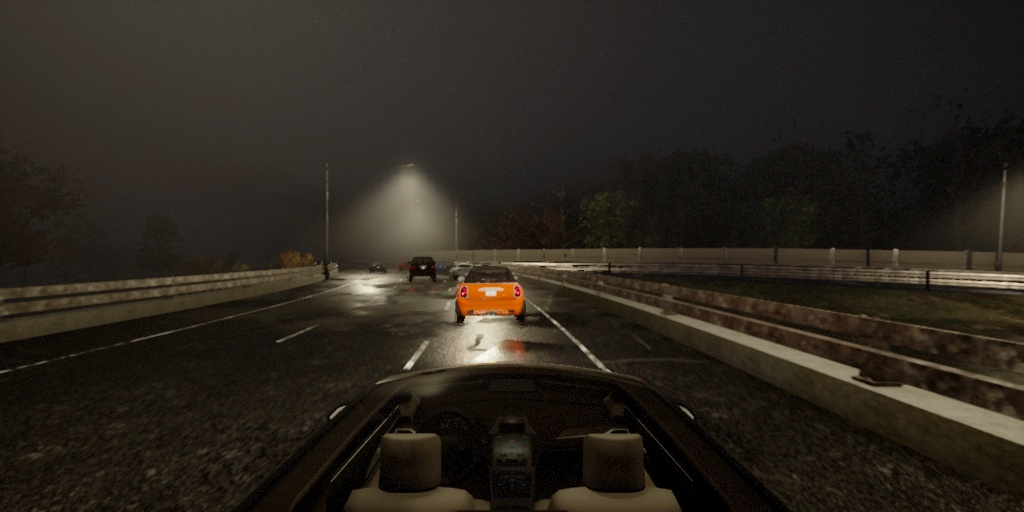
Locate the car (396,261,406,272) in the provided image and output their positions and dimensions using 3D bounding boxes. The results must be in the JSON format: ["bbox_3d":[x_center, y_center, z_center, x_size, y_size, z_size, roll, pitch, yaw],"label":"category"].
[{"bbox_3d":[-14.464,1.344,48.429,1.882,1.535,5.008,0,0,-25],"label":"car"}]

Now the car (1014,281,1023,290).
[{"bbox_3d":[38.542,2.053,24.227,5.357,1.411,2.033,3,1,29],"label":"car"}]

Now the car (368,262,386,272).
[{"bbox_3d":[-17.973,1.435,47.623,1.994,1.385,4.181,0,0,-25],"label":"car"}]

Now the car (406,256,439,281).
[{"bbox_3d":[-7.786,1.044,30.982,2.150,2.045,5.566,0,0,-16],"label":"car"}]

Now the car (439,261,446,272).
[{"bbox_3d":[-10.011,1.405,47.217,2.033,1.411,5.357,0,0,-24],"label":"car"}]

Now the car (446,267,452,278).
[{"bbox_3d":[-4.448,1.343,31.782,1.812,1.442,4.674,0,0,-16],"label":"car"}]

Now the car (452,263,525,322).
[{"bbox_3d":[-0.819,1.124,12.553,2.097,1.767,4.553,0,0,-6],"label":"car"}]
